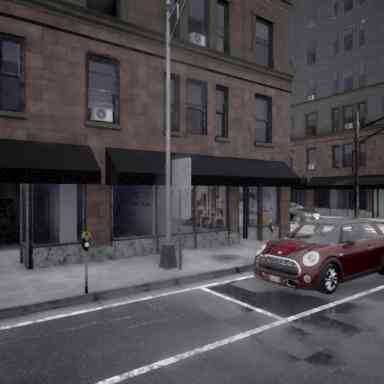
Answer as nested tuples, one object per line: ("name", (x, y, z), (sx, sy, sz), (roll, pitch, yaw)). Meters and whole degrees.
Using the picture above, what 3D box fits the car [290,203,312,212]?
("car", (7.101, 1.537, 24.645), (2.128, 1.511, 4.902), (0, 0, -35))

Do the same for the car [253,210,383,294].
("car", (3.494, 1.440, 8.692), (4.097, 1.590, 1.967), (0, 0, -36))
